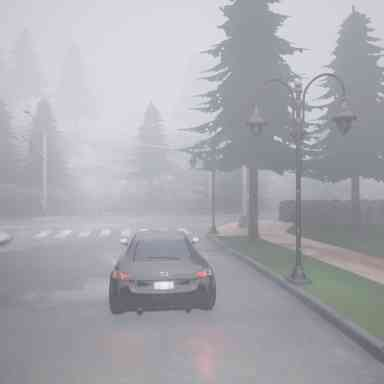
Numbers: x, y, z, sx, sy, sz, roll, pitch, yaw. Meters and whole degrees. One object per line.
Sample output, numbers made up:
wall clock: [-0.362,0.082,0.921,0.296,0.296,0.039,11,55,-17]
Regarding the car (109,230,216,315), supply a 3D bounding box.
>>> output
car: [-0.724,1.564,7.670,1.994,1.385,4.181,0,0,-7]
